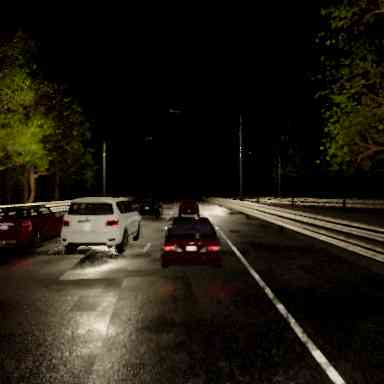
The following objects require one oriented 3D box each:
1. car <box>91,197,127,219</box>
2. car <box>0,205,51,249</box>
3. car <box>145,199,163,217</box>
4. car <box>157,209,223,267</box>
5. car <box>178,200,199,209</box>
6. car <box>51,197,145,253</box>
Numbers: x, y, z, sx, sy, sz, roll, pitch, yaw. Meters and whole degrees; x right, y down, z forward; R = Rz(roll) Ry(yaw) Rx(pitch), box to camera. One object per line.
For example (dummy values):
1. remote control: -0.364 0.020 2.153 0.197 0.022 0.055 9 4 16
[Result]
1. car: -7.270 1.367 29.701 2.097 1.767 4.553 0 0 -1
2. car: -7.030 1.355 14.607 2.097 1.767 4.553 0 0 0
3. car: -3.770 1.366 29.753 2.097 1.767 4.553 0 0 -1
4. car: -0.019 1.549 11.348 2.033 1.411 5.357 0 0 0
5. car: -0.301 1.495 31.619 1.882 1.535 5.008 0 0 -1
6. car: -3.525 1.225 13.857 2.150 2.045 5.566 0 0 0
